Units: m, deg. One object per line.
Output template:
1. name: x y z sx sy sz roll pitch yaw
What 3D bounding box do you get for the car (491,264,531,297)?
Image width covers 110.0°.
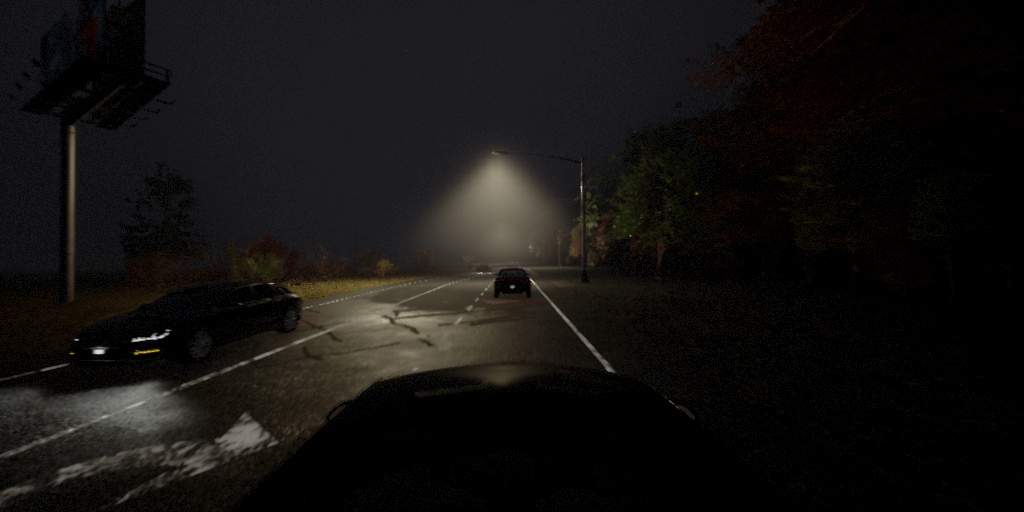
1. car: 0.028 1.393 20.257 1.882 1.535 5.008 -1 -1 0

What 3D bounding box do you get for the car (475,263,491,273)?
1. car: -4.190 1.805 54.255 1.994 1.385 4.181 -1 0 6

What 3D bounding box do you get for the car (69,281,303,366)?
1. car: -7.005 1.392 8.509 1.837 1.490 4.892 -1 -1 0
